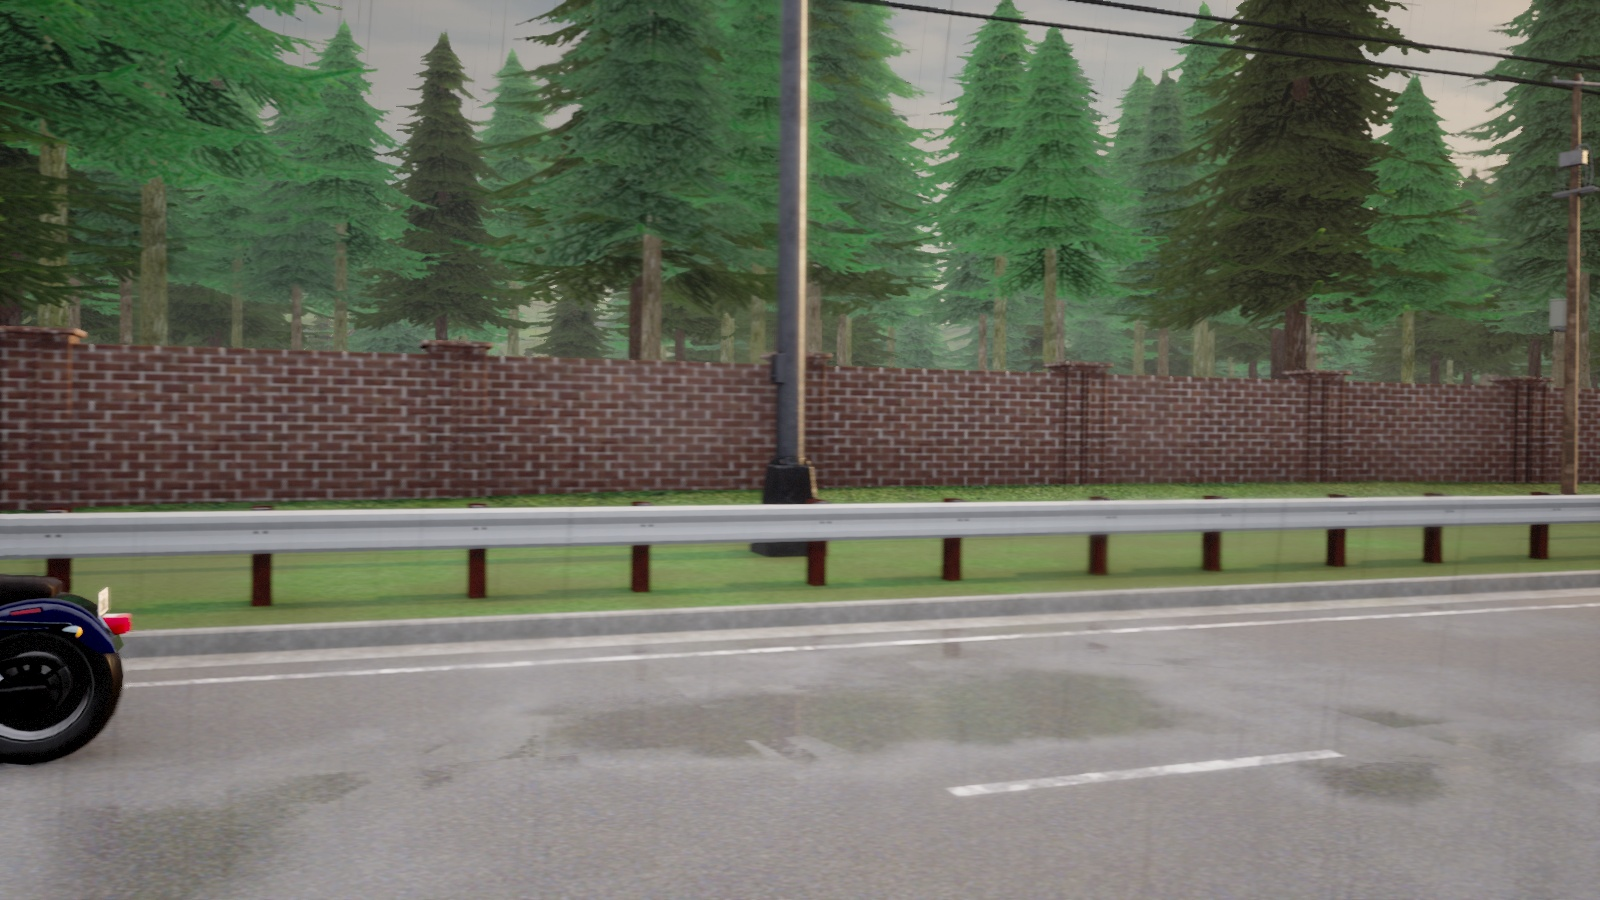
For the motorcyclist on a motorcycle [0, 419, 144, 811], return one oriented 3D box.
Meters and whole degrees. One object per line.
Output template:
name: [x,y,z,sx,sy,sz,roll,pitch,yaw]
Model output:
motorcyclist on a motorcycle: [-4.202,0.707,5.388,2.350,1.649,0.766,-1,1,-21]
